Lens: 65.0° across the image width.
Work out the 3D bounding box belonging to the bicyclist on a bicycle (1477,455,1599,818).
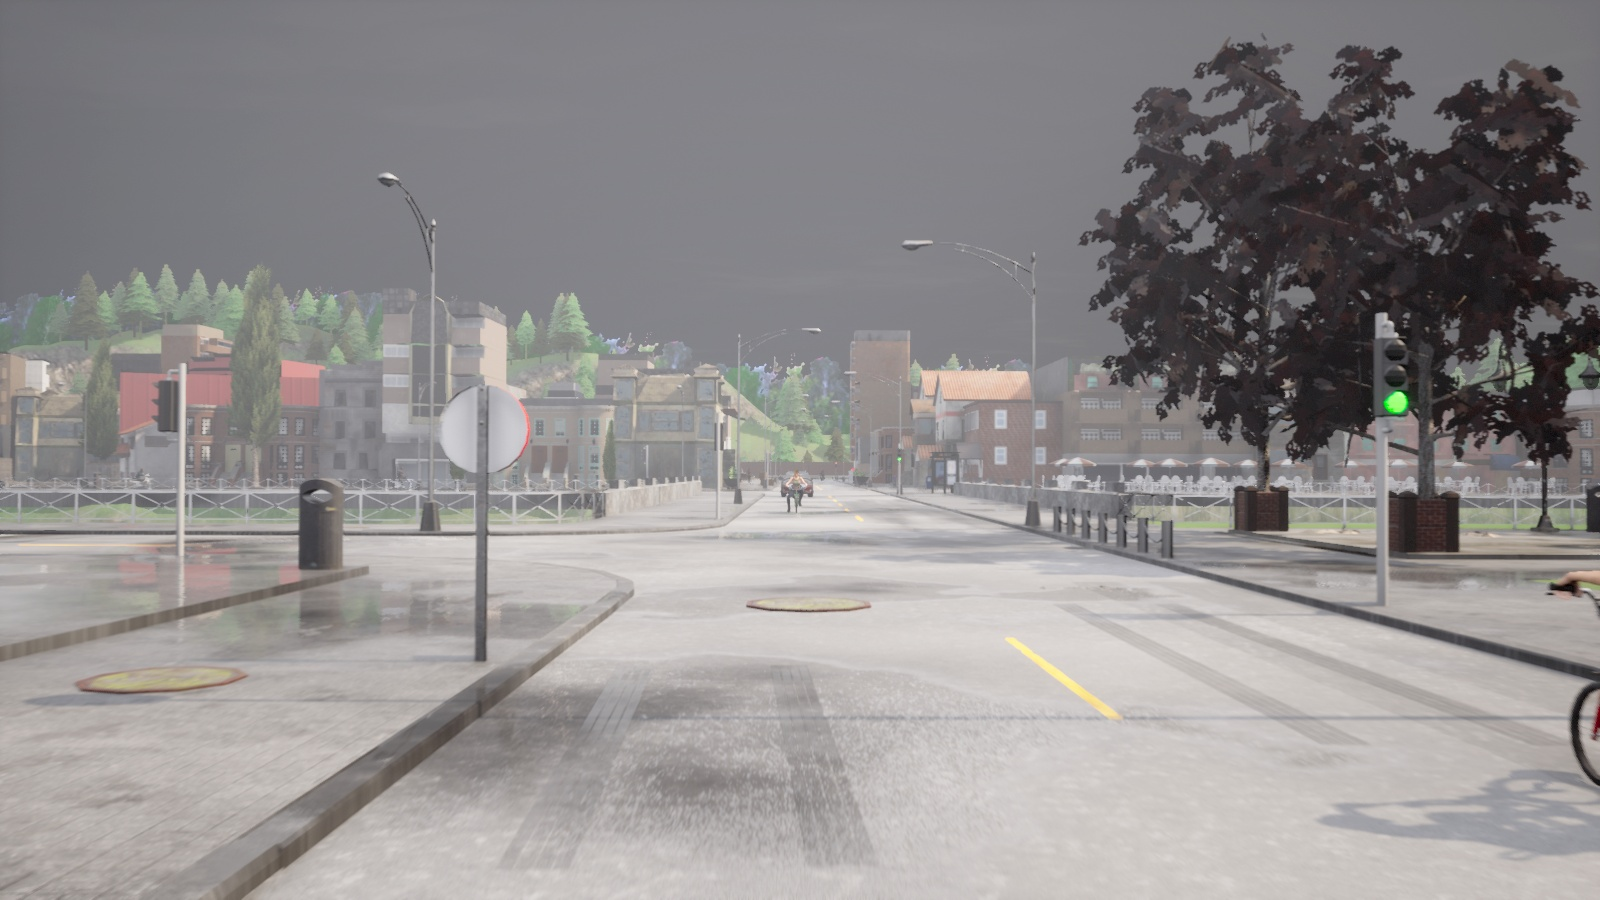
[{"bbox_3d":[3.985,0.832,5.808,0.866,1.612,1.509,0,-1,0],"label":"bicyclist on a bicycle"}]

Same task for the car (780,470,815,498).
[{"bbox_3d":[-0.161,2.020,76.112,2.033,1.649,4.856,0,-1,0],"label":"car"}]
